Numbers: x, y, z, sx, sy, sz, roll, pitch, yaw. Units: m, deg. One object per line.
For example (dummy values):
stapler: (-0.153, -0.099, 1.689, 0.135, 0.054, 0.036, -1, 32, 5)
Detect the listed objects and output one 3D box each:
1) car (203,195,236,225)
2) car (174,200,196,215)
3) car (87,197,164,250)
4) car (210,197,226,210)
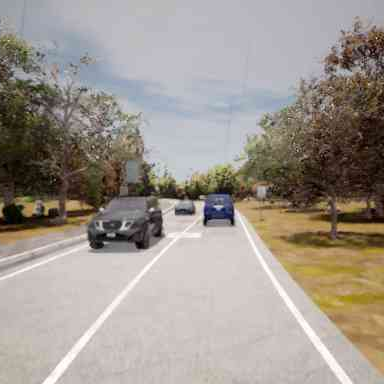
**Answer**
car: (2.031, 1.223, 24.574, 2.150, 2.045, 5.566, 0, 0, 6)
car: (-0.632, 1.569, 34.189, 2.033, 1.411, 5.357, 0, 0, 5)
car: (-2.676, 1.236, 14.810, 2.150, 2.045, 5.566, 0, -1, 5)
car: (3.432, 1.535, 44.089, 1.837, 1.490, 4.892, 0, 0, 2)
